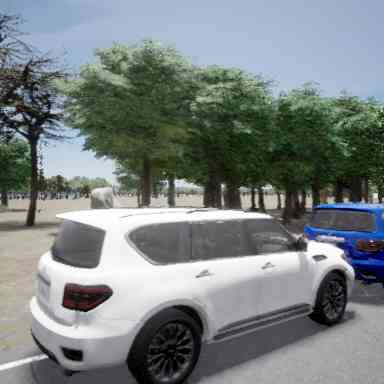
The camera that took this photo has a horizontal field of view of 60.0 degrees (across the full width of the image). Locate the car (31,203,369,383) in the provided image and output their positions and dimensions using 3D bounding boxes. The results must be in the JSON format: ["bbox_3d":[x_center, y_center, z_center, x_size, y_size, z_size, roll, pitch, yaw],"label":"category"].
[{"bbox_3d":[0.407,1.271,5.546,5.566,2.045,2.150,0,-1,-36],"label":"car"}]

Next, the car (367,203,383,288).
[{"bbox_3d":[5.309,1.308,8.978,5.566,2.045,2.150,0,-1,-34],"label":"car"}]
